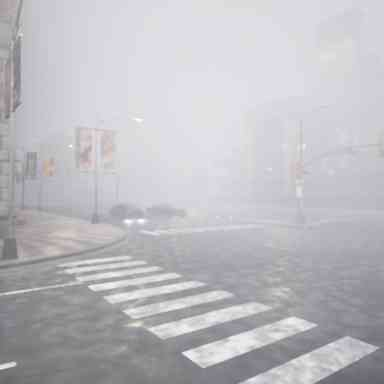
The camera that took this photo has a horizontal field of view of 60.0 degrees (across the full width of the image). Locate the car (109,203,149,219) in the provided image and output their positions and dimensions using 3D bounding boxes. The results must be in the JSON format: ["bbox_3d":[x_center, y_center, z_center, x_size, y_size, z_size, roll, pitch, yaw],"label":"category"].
[{"bbox_3d":[-6.114,1.708,30.869,1.994,1.385,4.181,1,0,-36],"label":"car"}]

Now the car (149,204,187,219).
[{"bbox_3d":[-2.455,1.784,31.773,1.895,1.301,4.718,1,0,-36],"label":"car"}]
